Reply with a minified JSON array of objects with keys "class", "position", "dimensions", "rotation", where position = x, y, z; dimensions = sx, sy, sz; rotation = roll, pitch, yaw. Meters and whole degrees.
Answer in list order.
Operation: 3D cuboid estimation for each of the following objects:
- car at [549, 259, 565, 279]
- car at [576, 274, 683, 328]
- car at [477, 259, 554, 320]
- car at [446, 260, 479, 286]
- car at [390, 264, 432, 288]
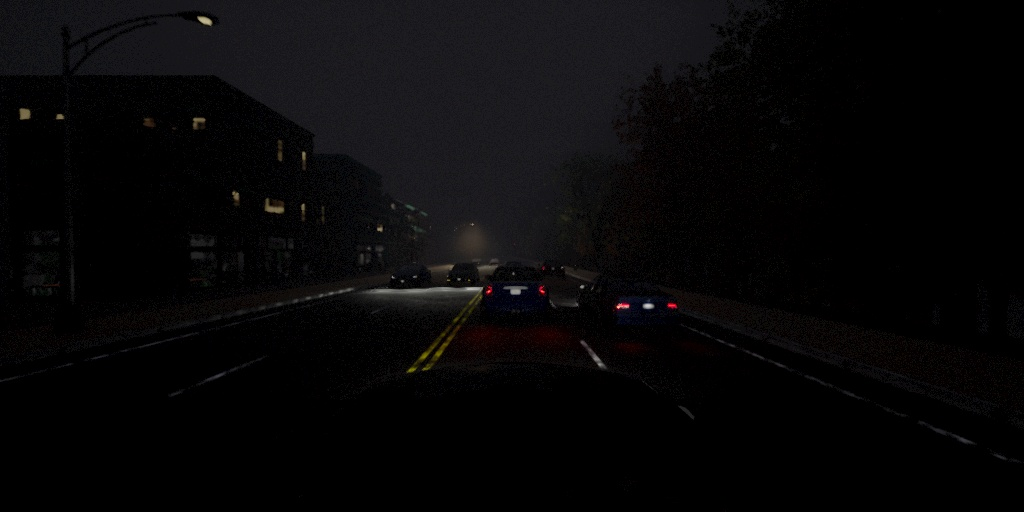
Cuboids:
[{"class":"car","position":[3.377,1.059,31.575],"dimensions":[2.097,1.767,4.553],"rotation":[0,0,0]},{"class":"car","position":[3.358,1.284,11.333],"dimensions":[2.033,1.411,5.357],"rotation":[0,0,0]},{"class":"car","position":[0.111,1.085,12.746],"dimensions":[2.097,1.767,4.553],"rotation":[0,0,0]},{"class":"car","position":[-3.328,1.221,24.967],"dimensions":[1.837,1.490,4.892],"rotation":[0,0,0]},{"class":"car","position":[-6.580,1.243,23.867],"dimensions":[1.812,1.442,4.674],"rotation":[0,0,0]}]
